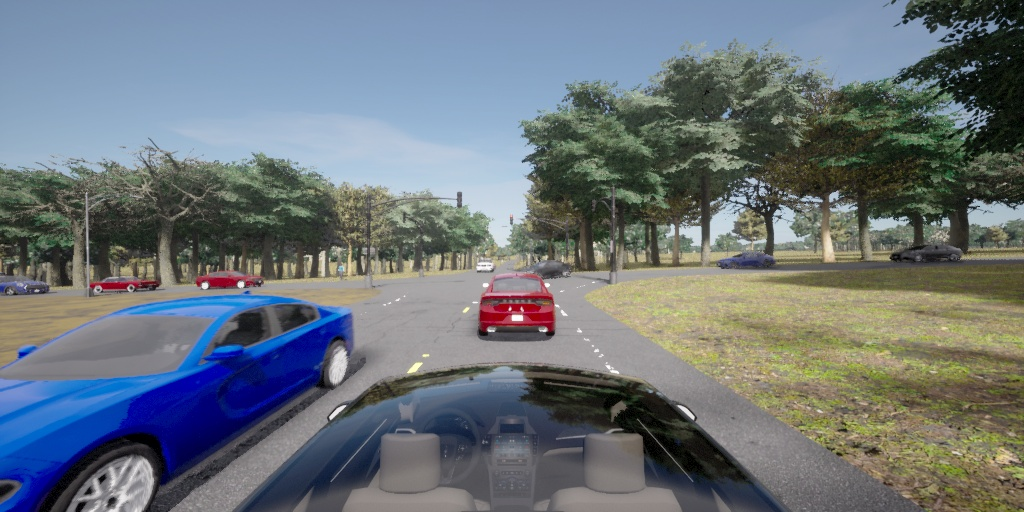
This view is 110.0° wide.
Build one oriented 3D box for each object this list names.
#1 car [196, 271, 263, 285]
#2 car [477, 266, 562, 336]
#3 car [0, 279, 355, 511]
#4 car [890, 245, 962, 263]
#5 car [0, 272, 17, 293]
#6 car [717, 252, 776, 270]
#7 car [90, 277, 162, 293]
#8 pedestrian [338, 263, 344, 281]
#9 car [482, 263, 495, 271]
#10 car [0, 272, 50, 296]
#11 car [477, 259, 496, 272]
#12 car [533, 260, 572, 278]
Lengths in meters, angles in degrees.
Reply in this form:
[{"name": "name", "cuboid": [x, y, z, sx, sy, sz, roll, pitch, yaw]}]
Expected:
[{"name": "car", "cuboid": [-23.682, 1.973, 30.224, 5.008, 1.535, 1.882, -2, -1, 2]}, {"name": "car", "cuboid": [0.129, 1.229, 10.446, 1.882, 1.535, 5.008, 0, 0, 0]}, {"name": "car", "cuboid": [-3.587, 1.228, 4.021, 1.882, 1.535, 5.008, 0, 0, 0]}, {"name": "car", "cuboid": [36.112, -0.211, 31.359, 4.892, 1.490, 1.837, -2, -1, 3]}, {"name": "car", "cuboid": [-52.812, 2.699, 35.247, 5.566, 2.045, 2.150, -2, -1, 3]}, {"name": "car", "cuboid": [20.852, 0.406, 32.008, 4.674, 1.442, 1.812, -2, -1, 2]}, {"name": "car", "cuboid": [-33.040, 2.415, 30.647, 4.718, 1.301, 1.895, -2, -1, 3]}, {"name": "pedestrian", "cuboid": [-17.905, 1.665, 37.570, 0.375, 1.860, 0.375, 0, 1, 3]}, {"name": "car", "cuboid": [-4.074, 1.907, 62.961, 1.994, 1.385, 4.181, 0, -1, 0]}, {"name": "car", "cuboid": [-43.321, 2.500, 31.141, 4.553, 1.767, 2.097, -2, -1, 3]}, {"name": "car", "cuboid": [-3.910, 1.391, 53.011, 2.150, 2.045, 5.566, 0, -1, 1]}, {"name": "car", "cuboid": [2.662, 1.095, 28.312, 4.674, 1.442, 1.812, -2, -1, -36]}]
